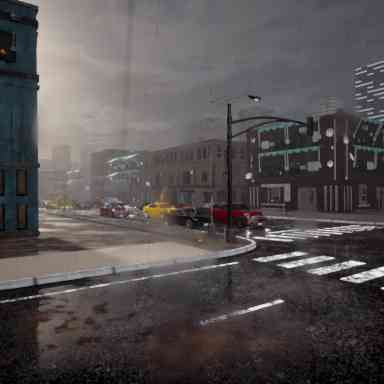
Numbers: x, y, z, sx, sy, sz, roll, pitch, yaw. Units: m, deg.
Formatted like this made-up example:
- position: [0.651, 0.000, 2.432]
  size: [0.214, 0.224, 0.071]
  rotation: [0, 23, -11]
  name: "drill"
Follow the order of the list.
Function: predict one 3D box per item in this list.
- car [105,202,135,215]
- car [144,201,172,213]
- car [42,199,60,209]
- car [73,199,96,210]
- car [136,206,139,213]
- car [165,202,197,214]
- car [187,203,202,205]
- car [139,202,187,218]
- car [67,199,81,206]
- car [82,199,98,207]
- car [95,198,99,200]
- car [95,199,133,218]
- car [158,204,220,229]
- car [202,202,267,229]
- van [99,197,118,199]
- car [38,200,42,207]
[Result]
- position: [-8.832, 1.958, 40.530]
  size: [1.812, 1.442, 4.674]
  rotation: [-1, 0, -35]
  name: "car"
- position: [-4.615, 1.966, 44.565]
  size: [1.802, 1.307, 4.206]
  rotation: [-1, 0, -35]
  name: "car"
- position: [-24.153, 2.233, 57.649]
  size: [1.752, 1.417, 4.829]
  rotation: [-1, 0, -35]
  name: "car"
- position: [-17.625, 2.216, 53.103]
  size: [2.033, 1.411, 5.357]
  rotation: [-1, 0, -35]
  name: "car"
- position: [-5.151, 1.905, 40.853]
  size: [1.812, 1.442, 4.674]
  rotation: [-1, 0, -35]
  name: "car"
- position: [-1.417, 1.904, 40.049]
  size: [1.802, 1.307, 4.206]
  rotation: [-2, 0, -35]
  name: "car"
- position: [1.782, 1.810, 35.532]
  size: [2.008, 1.369, 4.403]
  rotation: [-2, 0, -35]
  name: "car"
- position: [-2.912, 1.794, 32.157]
  size: [1.882, 1.535, 5.008]
  rotation: [-1, 0, -35]
  name: "car"
- position: [-27.011, 2.365, 76.184]
  size: [1.947, 1.339, 4.313]
  rotation: [-1, 0, -35]
  name: "car"
- position: [-20.613, 2.228, 67.150]
  size: [1.887, 1.381, 4.507]
  rotation: [-1, 0, -35]
  name: "car"
- position: [-17.419, 1.940, 62.633]
  size: [2.192, 1.841, 5.009]
  rotation: [-1, 0, -35]
  name: "car"
- position: [-8.258, 1.847, 35.203]
  size: [1.967, 1.590, 4.097]
  rotation: [-1, 0, -35]
  name: "car"
- position: [-0.333, 1.815, 23.809]
  size: [1.947, 1.339, 4.313]
  rotation: [-1, 0, -35]
  name: "car"
- position: [3.142, 1.548, 23.676]
  size: [2.097, 1.767, 4.553]
  rotation: [-1, 0, -36]
  name: "car"
- position: [-14.219, 1.907, 58.116]
  size: [1.690, 1.788, 3.998]
  rotation: [-1, 0, -35]
  name: "van"
- position: [-30.650, 2.376, 66.822]
  size: [2.008, 1.369, 4.403]
  rotation: [-1, 0, -35]
  name: "car"
